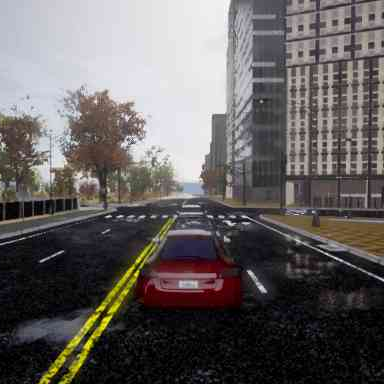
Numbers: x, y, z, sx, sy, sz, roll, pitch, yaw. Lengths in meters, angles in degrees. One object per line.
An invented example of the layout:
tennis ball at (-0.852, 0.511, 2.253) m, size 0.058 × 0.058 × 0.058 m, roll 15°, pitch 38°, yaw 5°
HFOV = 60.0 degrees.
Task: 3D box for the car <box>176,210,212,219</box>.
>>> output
car at (0.077, 1.596, 12.992) m, size 1.895 × 1.301 × 4.718 m, roll 0°, pitch 0°, yaw 0°

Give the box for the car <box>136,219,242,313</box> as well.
car at (-0.021, 1.561, 7.744) m, size 1.994 × 1.385 × 4.181 m, roll 0°, pitch 0°, yaw 1°

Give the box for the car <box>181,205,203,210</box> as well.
car at (-0.004, 1.543, 21.233) m, size 2.033 × 1.411 × 5.357 m, roll 0°, pitch 0°, yaw 0°
